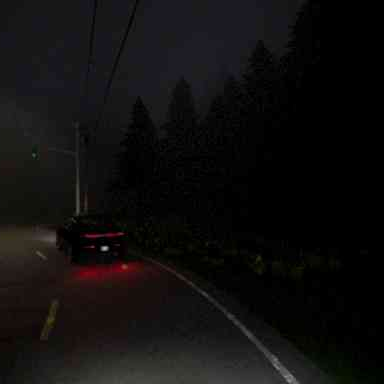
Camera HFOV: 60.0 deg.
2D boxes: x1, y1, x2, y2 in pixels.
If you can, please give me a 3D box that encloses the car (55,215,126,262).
[{"bbox_3d":[-4.054,1.656,12.947,2.128,1.511,4.902,0,-1,-30],"label":"car"}]
